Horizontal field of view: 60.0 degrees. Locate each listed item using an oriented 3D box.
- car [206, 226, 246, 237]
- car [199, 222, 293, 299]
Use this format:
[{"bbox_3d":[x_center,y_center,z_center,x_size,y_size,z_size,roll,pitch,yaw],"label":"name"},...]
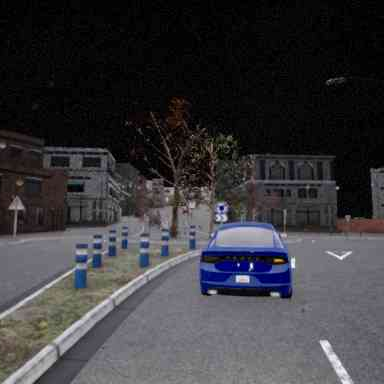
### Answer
[{"bbox_3d":[4.353,5.090,42.704,4.718,1.301,1.895,-4,-8,35],"label":"car"},{"bbox_3d":[1.431,1.503,8.543,1.882,1.535,5.008,-1,-2,12],"label":"car"}]
